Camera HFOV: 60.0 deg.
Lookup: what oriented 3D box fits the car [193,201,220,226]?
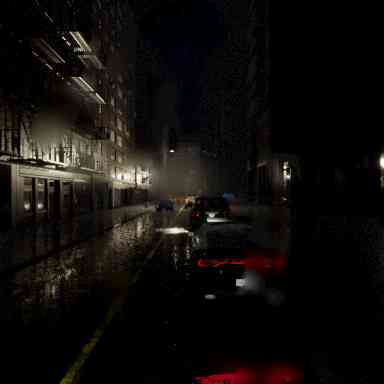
[{"bbox_3d":[0.962,1.508,24.451,1.837,1.490,4.892,0,0,0],"label":"car"}]

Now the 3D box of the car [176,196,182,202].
[{"bbox_3d":[-2.820,1.523,71.607,1.882,1.535,5.008,0,0,0],"label":"car"}]

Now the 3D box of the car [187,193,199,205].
[{"bbox_3d":[0.150,1.263,59.565,2.150,2.045,5.566,0,0,0],"label":"car"}]

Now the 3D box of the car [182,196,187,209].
[{"bbox_3d":[0.147,1.375,45.570,2.097,1.767,4.553,0,0,1],"label":"car"}]

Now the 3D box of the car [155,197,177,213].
[{"bbox_3d":[-3.005,1.539,37.800,1.812,1.442,4.674,0,0,0],"label":"car"}]

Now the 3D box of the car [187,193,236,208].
[{"bbox_3d":[0.947,1.226,18.480,2.150,2.045,5.566,0,0,0],"label":"car"}]

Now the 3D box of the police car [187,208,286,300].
[{"bbox_3d":[0.920,1.425,8.560,1.930,1.638,5.238,0,0,0],"label":"police car"}]
